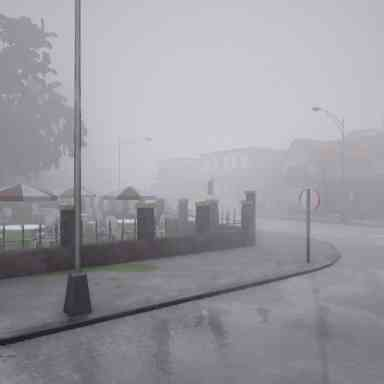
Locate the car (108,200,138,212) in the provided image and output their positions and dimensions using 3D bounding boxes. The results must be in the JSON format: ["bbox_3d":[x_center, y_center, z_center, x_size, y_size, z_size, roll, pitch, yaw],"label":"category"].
[{"bbox_3d":[-8.168,1.221,38.948,2.150,2.045,5.566,0,0,-35],"label":"car"}]

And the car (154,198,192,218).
[{"bbox_3d":[-1.965,1.352,30.252,2.097,1.767,4.553,0,0,-36],"label":"car"}]
